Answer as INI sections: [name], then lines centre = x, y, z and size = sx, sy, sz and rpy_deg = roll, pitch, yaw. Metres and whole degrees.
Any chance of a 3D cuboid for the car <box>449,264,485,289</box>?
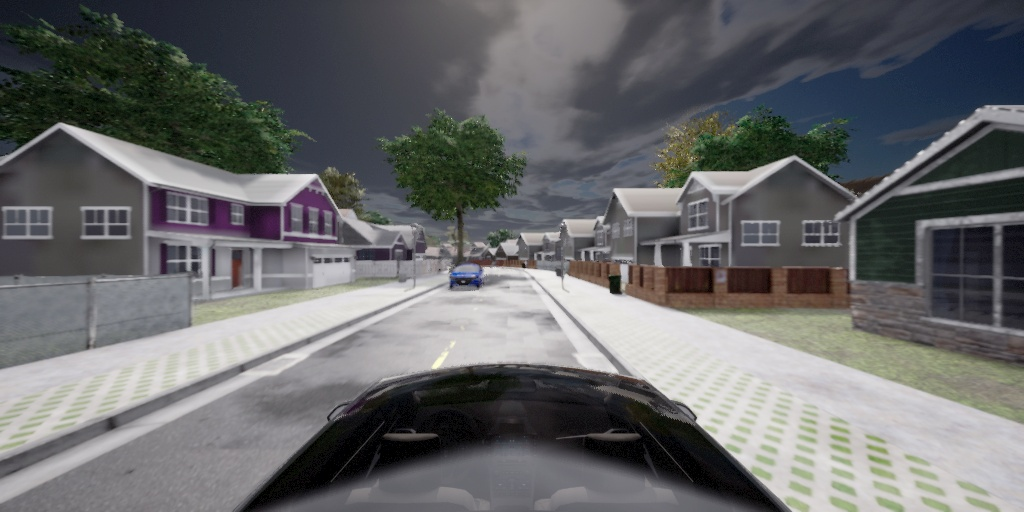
[car]
centre = -2.844, 1.235, 23.362
size = 1.882, 1.535, 5.008
rpy_deg = 0, 0, 0
